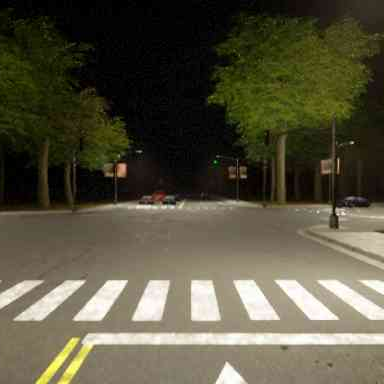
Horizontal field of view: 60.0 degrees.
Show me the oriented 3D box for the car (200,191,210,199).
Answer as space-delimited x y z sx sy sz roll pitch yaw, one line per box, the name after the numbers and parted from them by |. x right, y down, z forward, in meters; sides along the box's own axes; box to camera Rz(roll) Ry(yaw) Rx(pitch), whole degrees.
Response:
3.343 1.029 78.605 2.033 1.411 5.357 0 0 0 | car

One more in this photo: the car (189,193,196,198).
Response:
0.105 0.892 89.063 1.895 1.301 4.718 0 0 0 | car

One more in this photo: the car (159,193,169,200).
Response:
-6.408 0.980 77.599 1.882 1.535 5.008 0 0 0 | car

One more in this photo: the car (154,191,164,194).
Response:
-6.427 0.798 63.802 2.150 2.045 5.566 0 0 0 | car

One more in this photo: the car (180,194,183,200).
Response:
-3.174 1.125 63.855 2.033 1.411 5.357 0 0 0 | car

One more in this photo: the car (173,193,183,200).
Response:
-3.158 1.041 77.627 2.033 1.411 5.357 0 0 0 | car

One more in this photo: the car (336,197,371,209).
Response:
18.582 1.220 38.402 4.181 1.385 1.994 0 1 -23 | car

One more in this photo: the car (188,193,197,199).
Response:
0.093 1.029 78.608 2.033 1.411 5.357 0 0 0 | car

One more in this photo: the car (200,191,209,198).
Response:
3.355 0.652 88.998 2.097 1.767 4.553 0 0 0 | car

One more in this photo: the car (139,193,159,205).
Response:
-6.503 1.236 48.812 1.994 1.385 4.181 0 0 1 | car

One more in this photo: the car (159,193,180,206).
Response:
-3.255 1.219 48.754 2.033 1.411 5.357 0 0 0 | car
